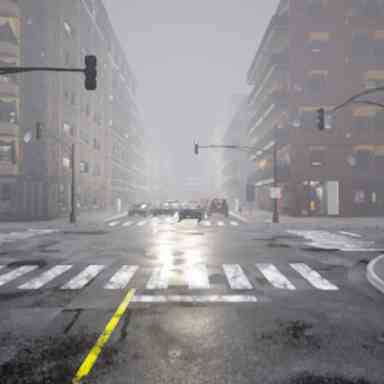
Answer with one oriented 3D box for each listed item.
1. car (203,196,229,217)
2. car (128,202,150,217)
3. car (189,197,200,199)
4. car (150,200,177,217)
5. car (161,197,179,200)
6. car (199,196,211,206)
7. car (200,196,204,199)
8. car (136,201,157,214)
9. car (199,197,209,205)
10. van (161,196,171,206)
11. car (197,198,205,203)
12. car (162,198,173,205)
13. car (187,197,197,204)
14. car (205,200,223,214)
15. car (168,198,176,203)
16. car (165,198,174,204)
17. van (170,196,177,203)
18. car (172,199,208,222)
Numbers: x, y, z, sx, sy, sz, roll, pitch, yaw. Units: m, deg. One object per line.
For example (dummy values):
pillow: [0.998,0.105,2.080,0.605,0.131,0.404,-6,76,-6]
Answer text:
car: [2.583,1.516,33.786,2.192,1.841,5.009,1,0,0]
car: [-5.302,1.766,33.739,1.947,1.339,4.313,1,0,0]
car: [-0.003,1.992,63.784,1.994,1.385,4.181,0,-1,0]
car: [-2.846,1.765,33.972,1.994,1.385,4.181,0,0,0]
car: [-2.830,1.790,43.861,1.812,1.442,4.674,0,0,0]
car: [2.577,1.776,67.144,2.192,1.841,5.009,1,-1,0]
car: [2.581,1.586,44.911,2.192,1.841,5.009,1,0,0]
car: [-5.302,1.800,39.300,1.947,1.339,4.313,1,0,0]
car: [2.575,1.961,72.707,1.967,1.590,4.097,1,-1,0]
van: [-5.302,1.801,67.107,1.690,1.788,3.998,1,-1,0]
car: [2.572,2.341,94.956,1.947,1.339,4.313,1,-1,0]
car: [-5.307,2.071,72.671,2.008,1.369,4.403,1,-1,0]
car: [-0.003,1.903,73.794,2.033,1.411,5.357,0,-1,0]
car: [2.579,1.761,39.514,1.752,1.417,4.829,1,0,0]
car: [-5.308,2.261,89.360,2.008,1.369,4.403,1,-1,0]
car: [-5.307,2.105,78.062,1.752,1.417,4.829,1,-1,0]
van: [-5.305,2.116,94.926,1.690,1.788,3.998,1,-1,0]
car: [-0.029,1.669,27.916,2.128,1.511,4.902,0,0,5]
